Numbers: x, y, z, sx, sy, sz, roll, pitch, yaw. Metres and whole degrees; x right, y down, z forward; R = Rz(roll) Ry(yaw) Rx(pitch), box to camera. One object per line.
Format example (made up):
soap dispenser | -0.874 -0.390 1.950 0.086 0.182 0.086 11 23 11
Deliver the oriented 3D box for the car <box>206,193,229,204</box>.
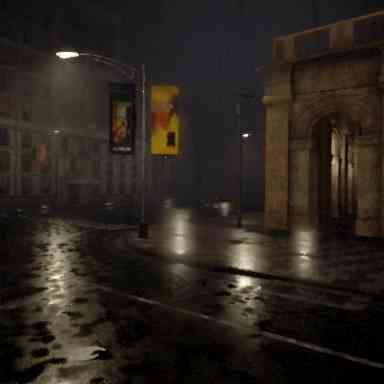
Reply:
car | 4.200 0.949 54.080 2.097 1.767 4.553 1 1 36
